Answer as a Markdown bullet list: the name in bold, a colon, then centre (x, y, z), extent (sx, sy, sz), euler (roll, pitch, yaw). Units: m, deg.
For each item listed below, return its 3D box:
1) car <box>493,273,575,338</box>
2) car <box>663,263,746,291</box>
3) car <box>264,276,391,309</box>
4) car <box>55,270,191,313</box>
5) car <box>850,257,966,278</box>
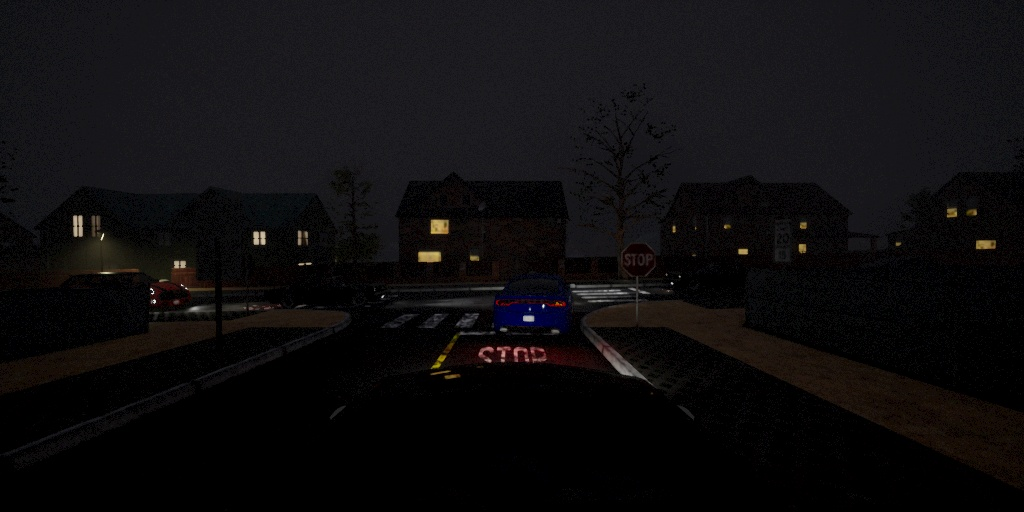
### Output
- **car**: centre (0.787, 1.226, 10.331), extent (1.882, 1.535, 5.008), euler (0, 0, 10)
- **car**: centre (10.412, 1.034, 18.465), extent (4.718, 1.301, 1.895), euler (-1, 1, -1)
- **car**: centre (-7.811, 1.506, 15.540), extent (4.718, 1.301, 1.895), euler (-1, 1, 0)
- **car**: centre (-16.798, 1.471, 15.533), extent (4.553, 1.767, 2.097), euler (-1, 1, 0)
- **car**: centre (20.057, 0.754, 18.501), extent (5.357, 1.411, 2.033), euler (-1, 1, 0)
